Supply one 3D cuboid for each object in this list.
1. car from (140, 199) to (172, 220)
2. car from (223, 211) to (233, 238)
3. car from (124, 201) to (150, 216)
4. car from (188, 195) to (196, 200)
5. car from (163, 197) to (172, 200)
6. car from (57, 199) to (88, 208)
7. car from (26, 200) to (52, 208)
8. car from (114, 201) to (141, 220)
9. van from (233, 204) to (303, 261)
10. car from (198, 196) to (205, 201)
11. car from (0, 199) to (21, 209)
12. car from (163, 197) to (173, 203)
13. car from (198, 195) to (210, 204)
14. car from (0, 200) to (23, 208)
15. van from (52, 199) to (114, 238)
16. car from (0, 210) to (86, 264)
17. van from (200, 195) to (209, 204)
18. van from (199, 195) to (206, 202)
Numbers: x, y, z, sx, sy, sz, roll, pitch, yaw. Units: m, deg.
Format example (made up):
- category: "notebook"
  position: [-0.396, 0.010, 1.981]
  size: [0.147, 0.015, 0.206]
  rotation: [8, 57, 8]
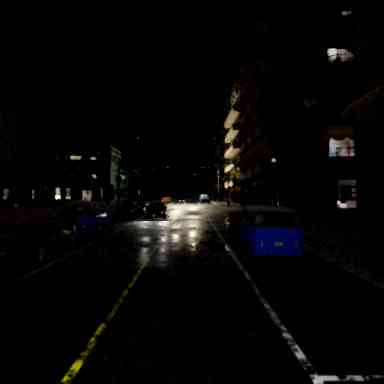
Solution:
- category: "car"
  position: [-3.074, 1.637, 29.179]
  size: [1.812, 1.442, 4.674]
  rotation: [0, 0, 0]
- category: "car"
  position: [2.700, 1.637, 17.807]
  size: [1.947, 1.339, 4.313]
  rotation: [1, 0, 0]
- category: "car"
  position: [-5.648, 1.675, 34.712]
  size: [1.887, 1.381, 4.507]
  rotation: [1, 0, 0]
- category: "car"
  position: [-0.003, 1.595, 92.139]
  size: [1.882, 1.535, 5.008]
  rotation: [0, 0, 0]
- category: "car"
  position: [-5.682, 1.822, 72.775]
  size: [1.802, 1.307, 4.206]
  rotation: [1, 0, 0]
- category: "car"
  position: [-19.719, 1.895, 55.025]
  size: [4.403, 1.369, 2.008]
  rotation: [0, -1, 1]
- category: "car"
  position: [-25.201, 1.936, 55.100]
  size: [4.313, 1.339, 1.947]
  rotation: [0, -1, 1]
- category: "car"
  position: [-5.646, 1.551, 29.066]
  size: [1.967, 1.590, 4.097]
  rotation: [1, 0, 0]
- category: "van"
  position: [2.703, 1.391, 12.162]
  size: [1.690, 1.788, 3.998]
  rotation: [1, 0, 0]
- category: "car"
  position: [2.699, 1.817, 95.304]
  size: [1.752, 1.417, 4.829]
  rotation: [1, 0, 0]
- category: "car"
  position: [-26.379, 1.661, 46.479]
  size: [4.097, 1.590, 1.967]
  rotation: [0, -1, 1]
- category: "car"
  position: [-5.681, 1.798, 78.356]
  size: [1.887, 1.381, 4.507]
  rotation: [1, 0, 0]
- category: "car"
  position: [2.700, 1.776, 67.232]
  size: [2.008, 1.369, 4.403]
  rotation: [1, 0, 0]
- category: "car"
  position: [-30.680, 1.978, 55.174]
  size: [4.206, 1.307, 1.802]
  rotation: [0, -1, 1]
- category: "van"
  position: [-5.645, 1.412, 17.775]
  size: [1.690, 1.788, 3.998]
  rotation: [1, 0, 0]
- category: "car"
  position: [-5.647, 1.594, 12.128]
  size: [1.887, 1.381, 4.507]
  rotation: [1, 0, 0]
- category: "van"
  position: [2.702, 1.581, 72.811]
  size: [1.690, 1.788, 3.998]
  rotation: [1, 0, 0]
- category: "van"
  position: [2.702, 1.608, 83.974]
  size: [1.690, 1.788, 3.998]
  rotation: [1, 0, 0]
